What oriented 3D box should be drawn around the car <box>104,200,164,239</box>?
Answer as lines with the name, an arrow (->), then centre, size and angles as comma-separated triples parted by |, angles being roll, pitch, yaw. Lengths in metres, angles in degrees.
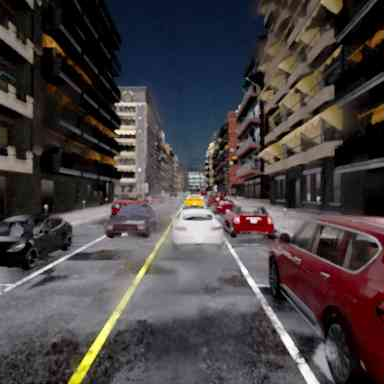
car -> -2.763, 1.346, 16.415 | 2.033, 1.411, 5.357 | 0, 1, 0

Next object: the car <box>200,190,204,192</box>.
car -> 0.387, 0.760, 54.152 | 2.097, 1.767, 4.553 | 0, 1, 0

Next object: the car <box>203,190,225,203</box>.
car -> 2.755, 0.879, 38.225 | 2.192, 1.841, 5.009 | 1, 1, 0

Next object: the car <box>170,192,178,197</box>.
car -> -4.837, 0.654, 87.464 | 1.947, 1.339, 4.313 | 1, 1, 0

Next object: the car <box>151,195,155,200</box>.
car -> -5.125, 1.163, 32.793 | 1.887, 1.381, 4.507 | 1, 1, 0

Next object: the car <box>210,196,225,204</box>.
car -> 2.692, 1.262, 27.166 | 1.802, 1.307, 4.206 | 1, 1, 0

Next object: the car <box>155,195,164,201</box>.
car -> -5.039, 1.034, 49.387 | 1.802, 1.307, 4.206 | 1, 1, 0

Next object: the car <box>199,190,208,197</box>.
car -> 3.048, 0.405, 87.466 | 2.192, 1.841, 5.009 | 1, 1, 0

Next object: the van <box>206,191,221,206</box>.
van -> 2.783, 0.850, 43.757 | 1.690, 1.788, 3.998 | 1, 1, 0

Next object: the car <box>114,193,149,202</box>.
car -> -5.148, 0.992, 27.260 | 2.192, 1.841, 5.009 | 1, 1, 0

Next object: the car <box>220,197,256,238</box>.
car -> 2.636, 1.244, 16.103 | 1.967, 1.590, 4.097 | 1, 1, 0

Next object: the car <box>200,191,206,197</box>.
car -> 3.074, 0.562, 93.197 | 1.752, 1.417, 4.829 | 1, 1, 0

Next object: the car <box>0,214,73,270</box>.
car -> -5.241, 1.432, 10.674 | 1.947, 1.339, 4.313 | 1, 1, 0

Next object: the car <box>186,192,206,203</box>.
car -> 0.301, 1.042, 38.072 | 1.882, 1.535, 5.008 | 0, 0, 0

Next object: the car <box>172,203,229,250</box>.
car -> 0.171, 1.362, 13.286 | 1.812, 1.442, 4.674 | 0, 1, -1

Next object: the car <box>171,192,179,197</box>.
car -> -4.808, 0.602, 93.025 | 1.947, 1.339, 4.313 | 1, 1, 0

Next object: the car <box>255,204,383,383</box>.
car -> 2.581, 1.251, 5.039 | 2.192, 1.841, 5.009 | 1, 1, 0
